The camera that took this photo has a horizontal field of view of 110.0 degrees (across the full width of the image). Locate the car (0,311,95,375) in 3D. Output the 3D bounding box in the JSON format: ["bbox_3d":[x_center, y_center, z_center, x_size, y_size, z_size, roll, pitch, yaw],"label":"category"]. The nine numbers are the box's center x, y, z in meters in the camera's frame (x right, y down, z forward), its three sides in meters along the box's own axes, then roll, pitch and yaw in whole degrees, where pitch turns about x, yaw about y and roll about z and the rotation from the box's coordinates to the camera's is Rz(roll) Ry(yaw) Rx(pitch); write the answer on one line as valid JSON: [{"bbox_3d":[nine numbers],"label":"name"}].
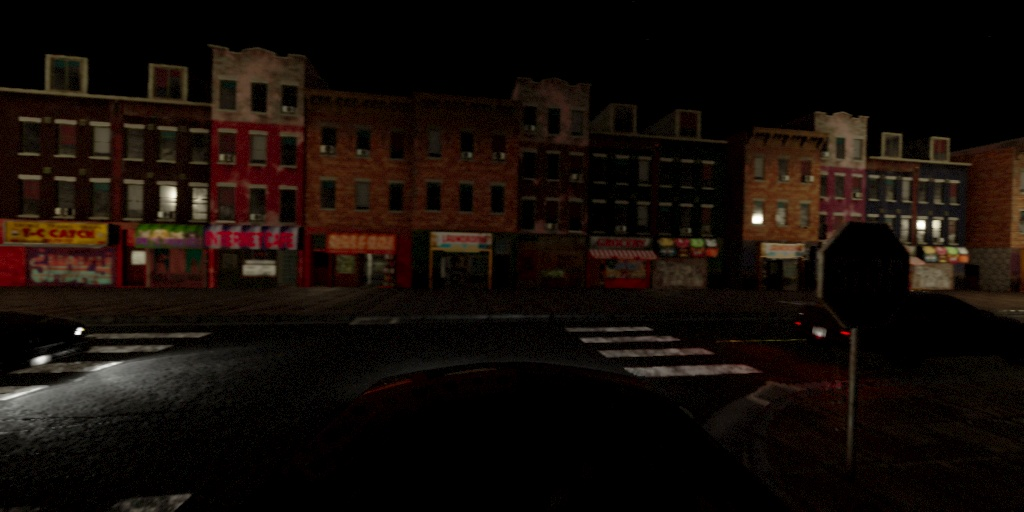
[{"bbox_3d":[-9.673,1.130,4.959,5.357,1.411,2.033,1,0,-9],"label":"car"}]

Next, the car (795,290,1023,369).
[{"bbox_3d":[8.735,1.464,7.905,4.674,1.442,1.812,1,0,-9],"label":"car"}]
